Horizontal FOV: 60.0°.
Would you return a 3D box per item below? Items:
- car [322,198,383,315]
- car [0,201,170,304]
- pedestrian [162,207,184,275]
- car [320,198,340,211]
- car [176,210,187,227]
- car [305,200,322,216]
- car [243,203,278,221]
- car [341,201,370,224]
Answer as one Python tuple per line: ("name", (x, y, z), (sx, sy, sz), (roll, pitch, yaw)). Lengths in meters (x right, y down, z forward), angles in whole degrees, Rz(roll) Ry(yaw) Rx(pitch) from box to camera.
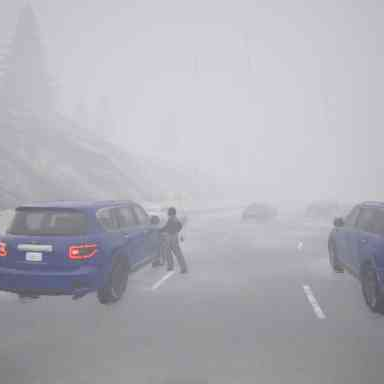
("car", (4.665, 1.220, 7.496), (2.150, 2.045, 5.566), (0, 0, 12))
("car", (-2.230, 1.221, 8.432), (2.150, 2.045, 5.566), (0, 0, 11))
("pedestrian", (-0.528, 1.294, 9.235), (0.375, 1.860, 0.375), (0, 0, 13))
("car", (17.200, 1.526, 41.302), (1.812, 1.442, 4.674), (0, 0, 28))
("car", (-1.965, 1.526, 20.434), (1.812, 1.442, 4.674), (0, 0, 25))
("car", (12.252, 1.526, 32.240), (1.812, 1.442, 4.674), (0, 0, 29))
("car", (5.655, 1.564, 27.334), (1.994, 1.385, 4.181), (0, 0, 28))
("car", (12.846, 1.525, 25.991), (1.812, 1.442, 4.674), (0, 0, 28))
